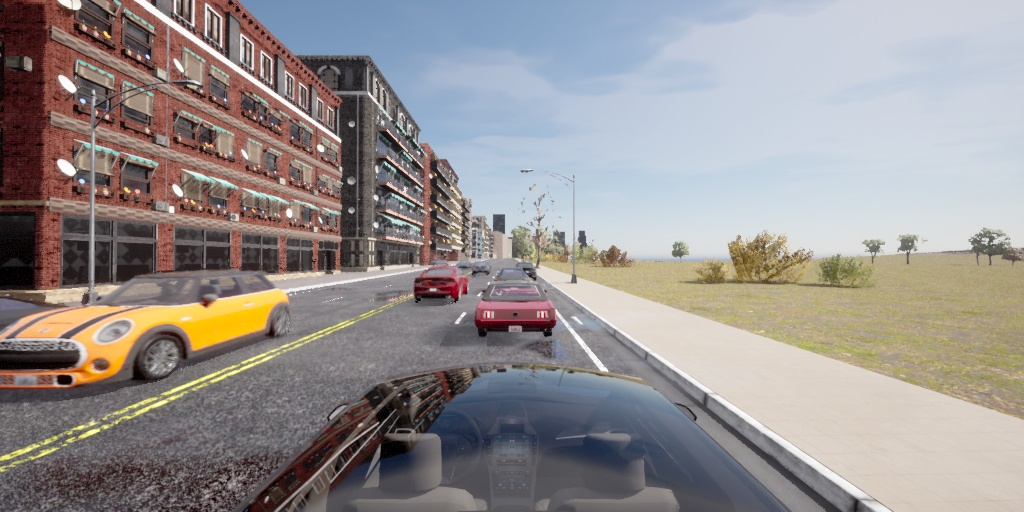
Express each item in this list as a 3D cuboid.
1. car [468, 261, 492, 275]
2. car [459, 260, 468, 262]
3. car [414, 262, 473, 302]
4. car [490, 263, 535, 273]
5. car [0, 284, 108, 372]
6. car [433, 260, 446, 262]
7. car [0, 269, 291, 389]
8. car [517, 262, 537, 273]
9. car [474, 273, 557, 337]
[{"bbox_3d":[-3.263,1.301,39.014,2.033,1.411,5.357,0,0,0],"label":"car"},{"bbox_3d":[-6.745,1.300,50.299,2.033,1.411,5.357,0,0,0],"label":"car"},{"bbox_3d":[-3.196,1.230,16.970,1.882,1.535,5.008,0,0,0],"label":"car"},{"bbox_3d":[0.036,1.317,20.305,1.994,1.385,4.181,0,0,0],"label":"car"},{"bbox_3d":[-9.863,1.314,5.781,1.994,1.385,4.181,0,0,0],"label":"car"},{"bbox_3d":[-9.989,1.244,49.292,2.128,1.511,4.902,0,0,0],"label":"car"},{"bbox_3d":[-6.616,1.103,7.118,2.097,1.767,4.553,0,0,0],"label":"car"},{"bbox_3d":[1.052,1.259,30.298,1.837,1.490,4.892,0,0,0],"label":"car"},{"bbox_3d":[0.075,1.352,10.274,1.895,1.301,4.718,0,0,0],"label":"car"}]
